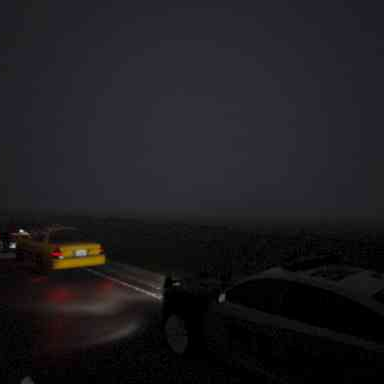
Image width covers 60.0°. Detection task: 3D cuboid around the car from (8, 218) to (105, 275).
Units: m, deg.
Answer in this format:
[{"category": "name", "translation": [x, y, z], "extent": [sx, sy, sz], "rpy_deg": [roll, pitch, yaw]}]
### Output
[{"category": "car", "translation": [-5.013, 1.893, 12.130], "extent": [1.801, 1.575, 5.366], "rpy_deg": [3, -3, -40]}]

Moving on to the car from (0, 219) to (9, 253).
[{"category": "car", "translation": [-8.731, 2.076, 16.591], "extent": [1.837, 1.490, 4.892], "rpy_deg": [3, -3, -40]}]

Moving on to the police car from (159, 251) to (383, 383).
[{"category": "police car", "translation": [1.437, 1.631, 4.387], "extent": [1.930, 1.638, 5.238], "rpy_deg": [3, -3, -40]}]
